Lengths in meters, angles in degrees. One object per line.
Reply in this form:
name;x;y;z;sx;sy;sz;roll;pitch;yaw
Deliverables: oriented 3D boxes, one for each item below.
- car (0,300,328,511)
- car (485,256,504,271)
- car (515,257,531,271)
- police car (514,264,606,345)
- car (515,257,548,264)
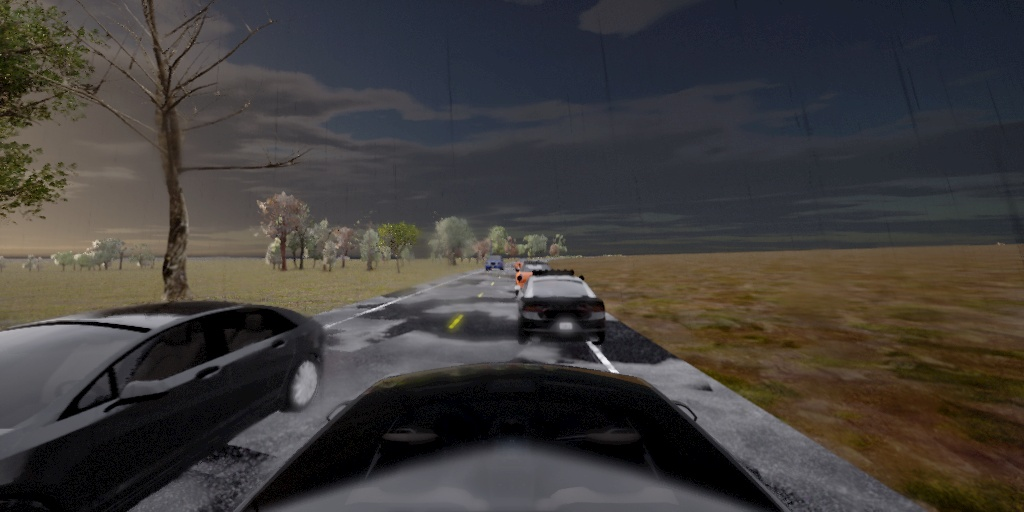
car;-3.581;1.255;3.255;1.837;1.490;4.892;0;0;0
car;-2.263;0.955;48.046;2.150;2.045;5.566;0;0;3
car;1.545;1.083;50.782;2.097;1.767;4.553;0;0;4
police car;1.090;1.174;9.642;1.930;1.638;5.238;0;0;1
car;1.249;1.098;19.468;2.097;1.767;4.553;0;0;1
